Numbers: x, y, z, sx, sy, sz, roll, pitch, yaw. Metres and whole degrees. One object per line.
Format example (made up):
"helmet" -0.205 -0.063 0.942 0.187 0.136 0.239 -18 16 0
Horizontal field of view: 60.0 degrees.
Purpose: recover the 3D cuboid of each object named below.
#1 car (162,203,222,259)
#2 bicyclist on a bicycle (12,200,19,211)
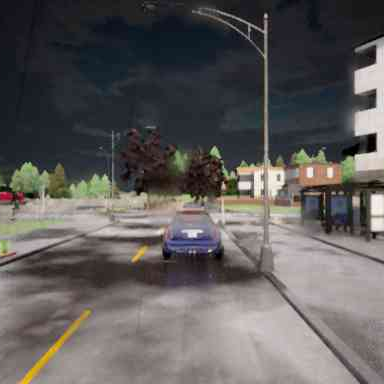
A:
"car" 0.029 1.500 13.405 2.097 1.767 4.553 0 -1 0
"bicyclist on a bicycle" -23.400 1.834 44.059 0.582 1.620 1.656 0 0 0
